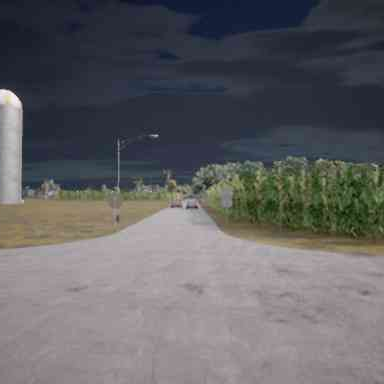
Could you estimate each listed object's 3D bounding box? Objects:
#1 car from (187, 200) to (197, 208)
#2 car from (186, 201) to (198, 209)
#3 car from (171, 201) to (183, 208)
[{"bbox_3d":[0.015,2.371,66.455,1.895,1.301,4.718,0,-1,0],"label":"car"},{"bbox_3d":[0.014,2.223,56.420,1.994,1.385,4.181,0,-1,0],"label":"car"},{"bbox_3d":[-2.736,2.274,60.592,1.994,1.385,4.181,0,-1,0],"label":"car"}]
